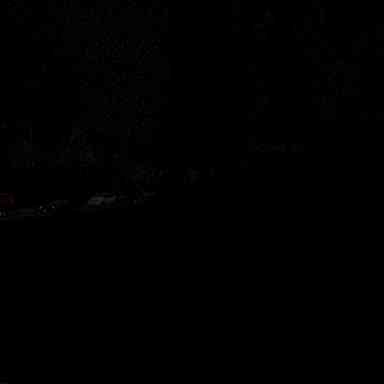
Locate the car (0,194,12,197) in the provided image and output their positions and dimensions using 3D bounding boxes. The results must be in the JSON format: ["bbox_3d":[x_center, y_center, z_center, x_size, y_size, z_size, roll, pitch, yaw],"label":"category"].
[{"bbox_3d":[-23.660,1.228,39.279,2.150,2.045,5.566,0,0,13],"label":"car"}]

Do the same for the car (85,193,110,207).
[{"bbox_3d":[-13.617,1.211,50.989,2.150,2.045,5.566,0,0,13],"label":"car"}]

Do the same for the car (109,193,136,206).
[{"bbox_3d":[-10.161,1.135,50.392,1.882,1.535,5.008,0,0,13],"label":"car"}]

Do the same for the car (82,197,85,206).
[{"bbox_3d":[-16.981,1.406,51.966,1.895,1.301,4.718,0,0,13],"label":"car"}]

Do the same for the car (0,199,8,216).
[{"bbox_3d":[-18.843,1.569,29.216,1.994,1.385,4.181,0,0,13],"label":"car"}]

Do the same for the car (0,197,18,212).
[{"bbox_3d":[-20.890,1.531,35.736,1.812,1.442,4.674,0,0,13],"label":"car"}]

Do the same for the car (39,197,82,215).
[{"bbox_3d":[-13.903,1.530,34.864,1.812,1.442,4.674,0,0,13],"label":"car"}]
